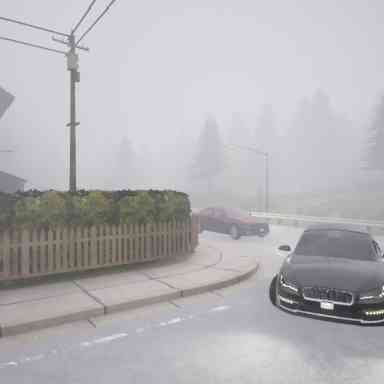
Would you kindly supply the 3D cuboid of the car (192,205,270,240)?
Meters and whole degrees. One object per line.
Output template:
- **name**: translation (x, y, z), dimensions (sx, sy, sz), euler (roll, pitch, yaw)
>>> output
- **car**: translation (1.870, 1.478, 17.440), dimensions (1.882, 1.535, 5.008), euler (0, 0, -33)

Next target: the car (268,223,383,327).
- **car**: translation (3.168, 1.505, 7.304), dimensions (1.837, 1.490, 4.892), euler (0, 0, 27)
